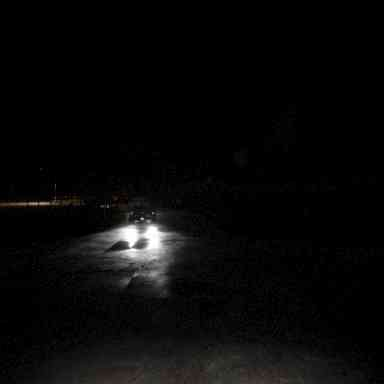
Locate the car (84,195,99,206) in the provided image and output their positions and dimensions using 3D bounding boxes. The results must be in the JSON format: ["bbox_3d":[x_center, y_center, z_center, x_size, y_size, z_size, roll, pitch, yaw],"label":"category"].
[{"bbox_3d":[-15.158,1.292,53.974,2.097,1.767,4.553,-1,0,-38],"label":"car"}]

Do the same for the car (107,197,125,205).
[{"bbox_3d":[-11.881,1.479,54.403,1.895,1.301,4.718,-1,0,-38],"label":"car"}]

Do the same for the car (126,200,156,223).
[{"bbox_3d":[-3.627,1.512,24.889,1.895,1.301,4.718,0,0,-6],"label":"car"}]

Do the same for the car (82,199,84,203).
[{"bbox_3d":[-18.632,1.523,61.806,4.181,1.385,1.994,-1,1,41],"label":"car"}]

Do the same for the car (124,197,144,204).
[{"bbox_3d":[-5.861,1.408,36.310,1.812,1.442,4.674,-1,1,-19],"label":"car"}]
